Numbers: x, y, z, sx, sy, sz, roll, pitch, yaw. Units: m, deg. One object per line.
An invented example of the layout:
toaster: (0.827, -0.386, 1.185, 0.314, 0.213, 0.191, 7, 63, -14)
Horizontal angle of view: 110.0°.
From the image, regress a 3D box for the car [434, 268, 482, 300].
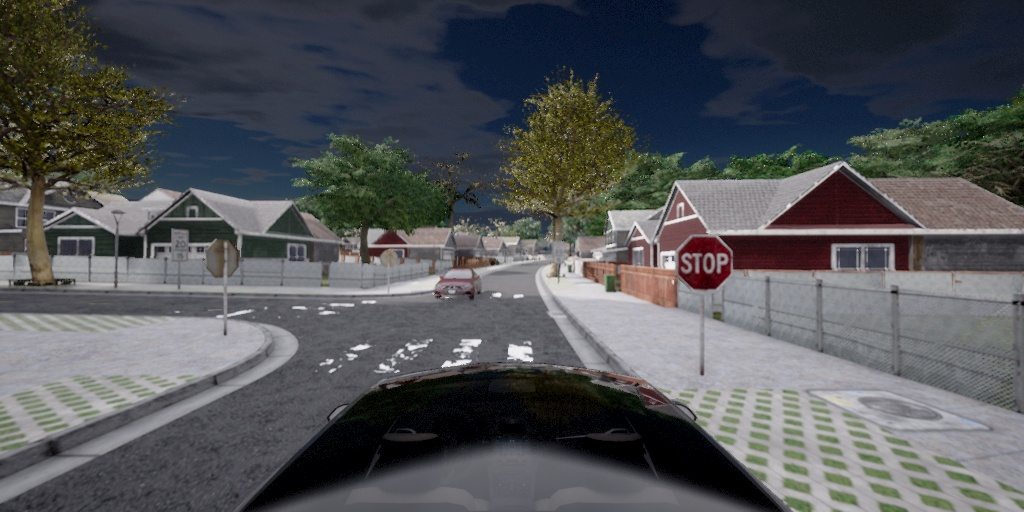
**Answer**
car: (-2.592, 1.357, 18.156, 1.812, 1.442, 4.674, 0, -1, 2)
